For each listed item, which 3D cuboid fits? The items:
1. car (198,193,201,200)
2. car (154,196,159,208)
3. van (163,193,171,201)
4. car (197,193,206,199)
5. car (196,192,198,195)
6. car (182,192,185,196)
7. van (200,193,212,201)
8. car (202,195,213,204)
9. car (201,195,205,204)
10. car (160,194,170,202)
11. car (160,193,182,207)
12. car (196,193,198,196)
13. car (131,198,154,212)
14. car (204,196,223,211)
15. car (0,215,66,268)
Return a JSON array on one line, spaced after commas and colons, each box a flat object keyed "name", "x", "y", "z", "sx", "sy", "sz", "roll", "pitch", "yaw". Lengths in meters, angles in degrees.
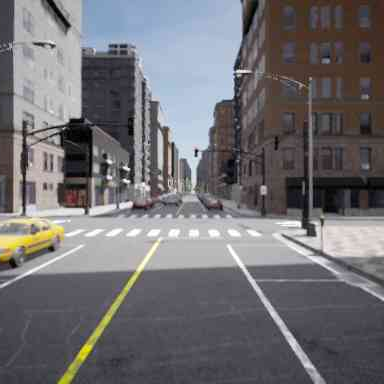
[{"name": "car", "x": 2.668, "y": 1.192, "z": 61.131, "sx": 2.192, "sy": 1.841, "sz": 5.009, "roll": 1, "pitch": 0, "yaw": 0}, {"name": "car", "x": -5.857, "y": 1.454, "z": 44.119, "sx": 1.887, "sy": 1.381, "sz": 4.507, "roll": 1, "pitch": 0, "yaw": 0}, {"name": "van", "x": -5.861, "y": 1.189, "z": 78.156, "sx": 1.690, "sy": 1.788, "sz": 3.998, "roll": 1, "pitch": 0, "yaw": 0}, {"name": "car", "x": 2.662, "y": 1.134, "z": 95.172, "sx": 2.192, "sy": 1.841, "sz": 5.009, "roll": 1, "pitch": 0, "yaw": 0}, {"name": "car", "x": 2.661, "y": 1.353, "z": 89.668, "sx": 1.752, "sy": 1.417, "sz": 4.829, "roll": 1, "pitch": 0, "yaw": 0}, {"name": "car", "x": -3.023, "y": 1.222, "z": 65.268, "sx": 2.097, "sy": 1.767, "sz": 4.553, "roll": 0, "pitch": 0, "yaw": 0}, {"name": "van", "x": 2.669, "y": 1.228, "z": 55.458, "sx": 1.690, "sy": 1.788, "sz": 3.998, "roll": 1, "pitch": 0, "yaw": 0}, {"name": "car", "x": 2.668, "y": 1.491, "z": 44.111, "sx": 1.802, "sy": 1.307, "sz": 4.206, "roll": 1, "pitch": 0, "yaw": 0}, {"name": "car", "x": 2.667, "y": 1.480, "z": 49.785, "sx": 1.802, "sy": 1.307, "sz": 4.206, "roll": 1, "pitch": 0, "yaw": 0}, {"name": "car", "x": -5.860, "y": 1.297, "z": 72.483, "sx": 1.967, "sy": 1.590, "sz": 4.097, "roll": 1, "pitch": 0, "yaw": 0}, {"name": "car", "x": -3.082, "y": 1.250, "z": 49.664, "sx": 2.097, "sy": 1.767, "sz": 4.553, "roll": 0, "pitch": 0, "yaw": 0}, {"name": "car", "x": 2.662, "y": 1.404, "z": 83.825, "sx": 1.947, "sy": 1.339, "sz": 4.313, "roll": 1, "pitch": 0, "yaw": 0}, {"name": "car", "x": -5.856, "y": 1.465, "z": 38.446, "sx": 1.887, "sy": 1.381, "sz": 4.507, "roll": 1, "pitch": 0, "yaw": 0}, {"name": "car", "x": 2.669, "y": 1.502, "z": 38.438, "sx": 1.802, "sy": 1.307, "sz": 4.206, "roll": 1, "pitch": 0, "yaw": 0}, {"name": "car", "x": -5.852, "y": 1.502, "z": 11.256, "sx": 1.752, "sy": 1.417, "sz": 4.829, "roll": 1, "pitch": 0, "yaw": 0}]
